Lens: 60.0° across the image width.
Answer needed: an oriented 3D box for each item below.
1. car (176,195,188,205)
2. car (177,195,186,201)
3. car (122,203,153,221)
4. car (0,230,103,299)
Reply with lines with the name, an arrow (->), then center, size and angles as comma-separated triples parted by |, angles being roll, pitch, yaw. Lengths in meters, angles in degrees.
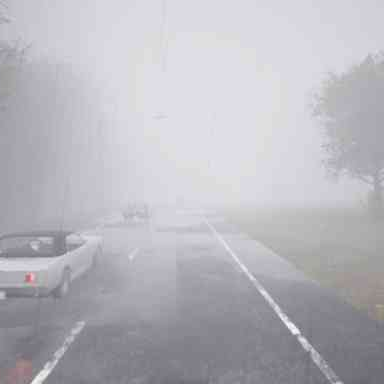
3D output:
car -> -1.591, 1.333, 54.530 | 1.994, 1.385, 4.181 | -1, 0, -2
car -> -2.287, 1.288, 73.369 | 1.895, 1.301, 4.718 | -1, 0, -2
car -> -4.198, 1.521, 26.422 | 1.895, 1.301, 4.718 | -1, 0, -2
car -> -3.622, 1.597, 8.327 | 1.895, 1.301, 4.718 | -1, 0, -2
